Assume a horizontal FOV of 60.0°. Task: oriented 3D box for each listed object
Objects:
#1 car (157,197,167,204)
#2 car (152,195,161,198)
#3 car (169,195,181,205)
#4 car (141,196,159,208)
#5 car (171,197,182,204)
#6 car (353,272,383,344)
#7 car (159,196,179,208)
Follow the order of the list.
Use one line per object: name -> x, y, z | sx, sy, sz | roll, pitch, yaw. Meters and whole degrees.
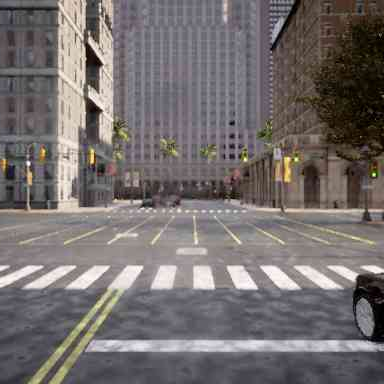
car -> -6.979, 1.917, 76.805 | 1.837, 1.490, 4.892 | 0, 0, 0
car -> -7.091, 1.583, 66.327 | 2.150, 2.045, 5.566 | 0, 0, 1
car -> -3.616, 1.575, 65.119 | 2.150, 2.045, 5.566 | 0, 0, 1
car -> -7.195, 1.848, 55.258 | 2.033, 1.411, 5.357 | 0, 0, 0
car -> -3.490, 1.935, 75.527 | 2.128, 1.511, 4.902 | 0, 0, 0
car -> 3.539, 1.497, 3.455 | 1.882, 1.535, 5.008 | 0, 0, 1
car -> -3.689, 1.790, 54.972 | 2.128, 1.511, 4.902 | 0, 0, 0
